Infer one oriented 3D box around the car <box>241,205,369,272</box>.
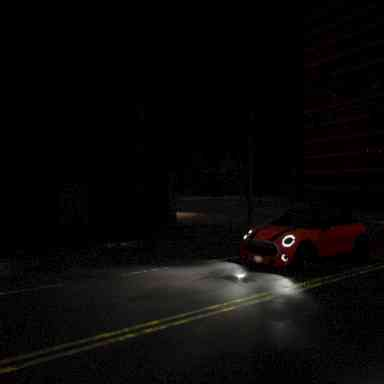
[{"bbox_3d":[3.743,1.344,10.897,4.553,1.767,2.097,0,0,-35],"label":"car"}]
